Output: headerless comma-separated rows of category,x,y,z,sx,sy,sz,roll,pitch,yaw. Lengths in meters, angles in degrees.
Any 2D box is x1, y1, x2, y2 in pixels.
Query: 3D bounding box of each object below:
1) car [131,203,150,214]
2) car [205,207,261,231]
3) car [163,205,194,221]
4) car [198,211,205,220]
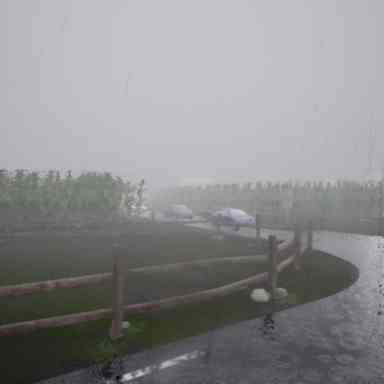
car,-7.388,2.253,46.006,1.812,1.442,4.674,0,0,-26
car,3.020,1.934,24.142,1.812,1.442,4.674,0,-1,-26
car,-1.442,2.052,33.526,1.837,1.490,4.892,0,-1,-25
car,2.333,2.131,32.388,1.895,1.301,4.718,0,-1,-26
